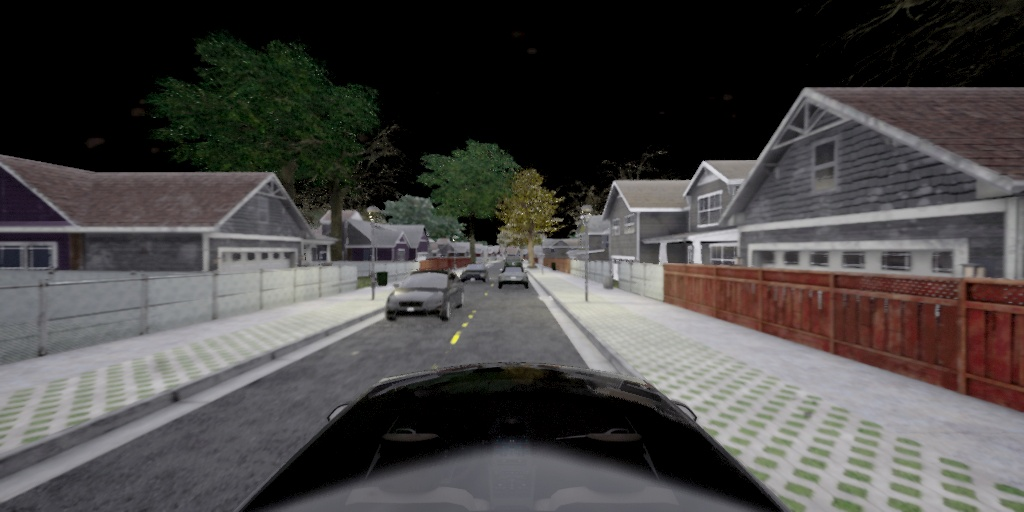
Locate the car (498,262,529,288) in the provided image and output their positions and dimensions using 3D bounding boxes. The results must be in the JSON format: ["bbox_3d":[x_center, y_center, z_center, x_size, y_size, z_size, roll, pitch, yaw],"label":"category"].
[{"bbox_3d":[0.097,1.320,24.100,1.994,1.385,4.181,0,0,0],"label":"car"}]

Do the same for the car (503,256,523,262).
[{"bbox_3d":[0.136,0.994,42.556,2.150,2.045,5.566,0,0,0],"label":"car"}]

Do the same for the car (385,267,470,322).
[{"bbox_3d":[-2.801,1.257,12.407,1.837,1.490,4.892,0,-1,0],"label":"car"}]

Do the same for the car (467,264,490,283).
[{"bbox_3d":[-2.763,1.307,28.197,2.033,1.411,5.357,0,0,1],"label":"car"}]
